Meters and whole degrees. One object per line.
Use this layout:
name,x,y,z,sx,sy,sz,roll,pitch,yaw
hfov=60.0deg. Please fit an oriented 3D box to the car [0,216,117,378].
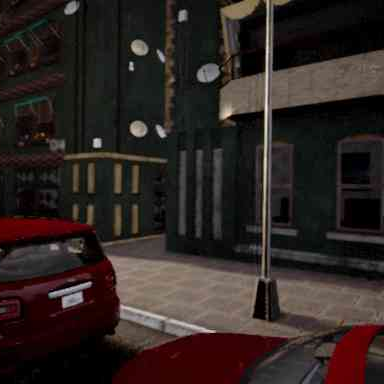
car,-3.317,1.328,5.220,5.009,1.841,2.192,0,1,36

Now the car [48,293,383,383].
car,1.183,1.582,2.014,4.206,1.307,1.802,0,1,36
